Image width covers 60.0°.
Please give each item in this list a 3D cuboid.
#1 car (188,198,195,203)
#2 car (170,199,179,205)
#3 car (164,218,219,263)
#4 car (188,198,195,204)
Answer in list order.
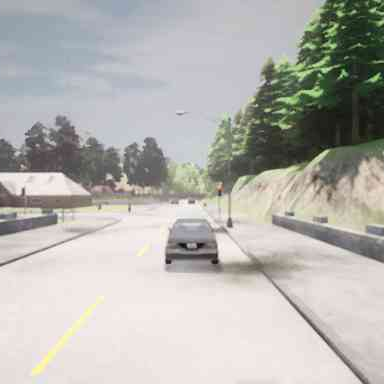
[{"bbox_3d":[-0.090,2.403,95.290,1.812,1.442,4.674,0,-1,0],"label":"car"},{"bbox_3d":[-4.074,2.320,78.528,1.837,1.490,4.892,0,-1,0],"label":"car"},{"bbox_3d":[-0.005,1.680,12.502,2.033,1.411,5.357,0,-1,0],"label":"car"},{"bbox_3d":[-0.080,2.403,84.929,2.128,1.511,4.902,0,-1,0],"label":"car"}]
